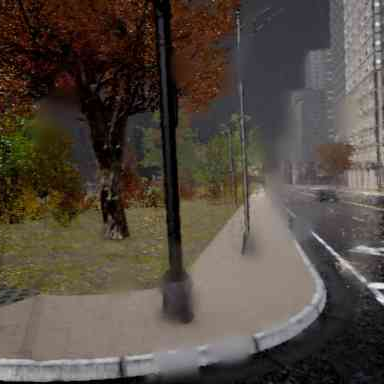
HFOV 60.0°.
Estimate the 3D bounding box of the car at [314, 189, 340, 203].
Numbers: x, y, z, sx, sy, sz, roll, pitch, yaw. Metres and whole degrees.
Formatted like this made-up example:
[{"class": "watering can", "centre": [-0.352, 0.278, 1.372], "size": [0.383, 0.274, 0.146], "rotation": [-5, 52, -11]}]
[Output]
[{"class": "car", "centre": [14.585, 0.369, 36.173], "size": [2.033, 1.411, 5.357], "rotation": [-2, 1, 11]}]
